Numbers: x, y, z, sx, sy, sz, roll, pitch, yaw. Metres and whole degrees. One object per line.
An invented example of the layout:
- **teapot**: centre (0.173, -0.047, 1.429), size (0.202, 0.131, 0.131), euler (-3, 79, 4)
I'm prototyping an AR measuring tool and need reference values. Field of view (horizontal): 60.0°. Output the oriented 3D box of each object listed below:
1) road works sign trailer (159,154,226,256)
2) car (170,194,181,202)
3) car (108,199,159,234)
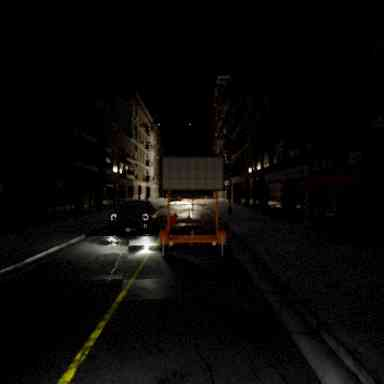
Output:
- **road works sign trailer**: centre (0.032, 0.361, 12.573), size (2.380, 3.560, 2.880), euler (0, 0, 0)
- **car**: centre (-2.909, 1.116, 60.426), size (2.033, 1.411, 5.357), euler (0, 0, 1)
- **car**: centre (-3.062, 1.206, 18.140), size (2.097, 1.767, 4.553), euler (0, 0, 0)
